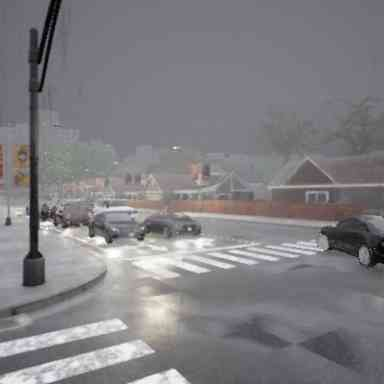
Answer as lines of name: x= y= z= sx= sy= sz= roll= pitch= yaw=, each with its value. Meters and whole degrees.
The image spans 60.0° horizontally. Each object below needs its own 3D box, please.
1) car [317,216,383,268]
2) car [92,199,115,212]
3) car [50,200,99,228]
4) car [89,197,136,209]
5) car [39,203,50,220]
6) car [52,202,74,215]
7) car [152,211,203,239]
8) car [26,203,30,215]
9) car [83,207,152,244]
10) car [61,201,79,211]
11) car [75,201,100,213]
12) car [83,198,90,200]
car: x=6.139 y=1.553 z=11.550 sx=1.882 sy=1.535 sz=5.008 roll=1 pitch=-1 yaw=-1
car: x=-13.505 y=1.986 z=50.573 sx=2.097 sy=1.767 sz=4.553 roll=0 pitch=-1 yaw=-32
car: x=-8.912 y=1.684 z=24.995 sx=2.097 sy=1.767 sz=4.553 roll=0 pitch=-1 yaw=-33
car: x=-6.224 y=1.553 z=26.821 sx=2.150 sy=2.045 sz=5.566 roll=0 pitch=-1 yaw=-33
car: x=-14.237 y=2.060 z=33.339 sx=1.895 sy=1.301 sz=4.718 roll=0 pitch=-1 yaw=-32
car: x=-17.119 y=2.117 z=43.980 sx=1.812 sy=1.442 sz=4.674 roll=0 pitch=-1 yaw=-32
car: x=-1.184 y=1.774 z=18.928 sx=1.994 sy=1.385 sz=4.181 roll=0 pitch=-1 yaw=-33
car: x=-19.663 y=2.065 z=41.916 sx=1.882 sy=1.535 sz=5.008 roll=0 pitch=-1 yaw=-32
car: x=-4.039 y=1.739 z=17.364 sx=1.812 sy=1.442 sz=4.674 roll=0 pitch=-1 yaw=-33
car: x=-20.228 y=2.252 z=54.966 sx=1.812 sy=1.442 sz=4.674 roll=0 pitch=-1 yaw=-33
car: x=-14.654 y=2.090 z=46.309 sx=2.128 sy=1.511 sz=4.902 roll=0 pitch=-1 yaw=-32
car: x=-11.674 y=1.814 z=35.371 sx=2.097 sy=1.767 sz=4.553 roll=0 pitch=-1 yaw=-32
